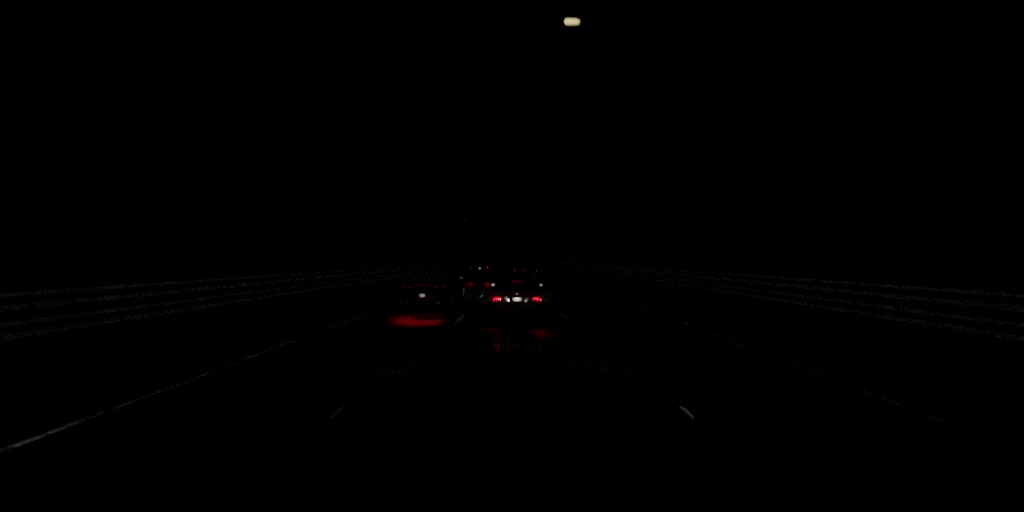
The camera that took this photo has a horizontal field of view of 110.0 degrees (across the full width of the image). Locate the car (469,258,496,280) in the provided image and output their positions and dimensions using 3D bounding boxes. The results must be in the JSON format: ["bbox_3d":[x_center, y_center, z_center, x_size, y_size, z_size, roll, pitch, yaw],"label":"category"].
[{"bbox_3d":[-2.807,1.221,34.998,2.150,2.045,5.566,0,0,2],"label":"car"}]

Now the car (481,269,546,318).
[{"bbox_3d":[0.183,1.368,13.310,2.033,1.411,5.357,0,0,1],"label":"car"}]

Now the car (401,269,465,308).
[{"bbox_3d":[-3.278,1.313,15.707,1.882,1.535,5.008,0,0,1],"label":"car"}]

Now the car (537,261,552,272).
[{"bbox_3d":[5.035,1.805,55.858,1.994,1.385,4.181,0,-1,3],"label":"car"}]

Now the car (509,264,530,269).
[{"bbox_3d":[0.722,1.514,35.664,1.837,1.490,4.892,0,0,2],"label":"car"}]
